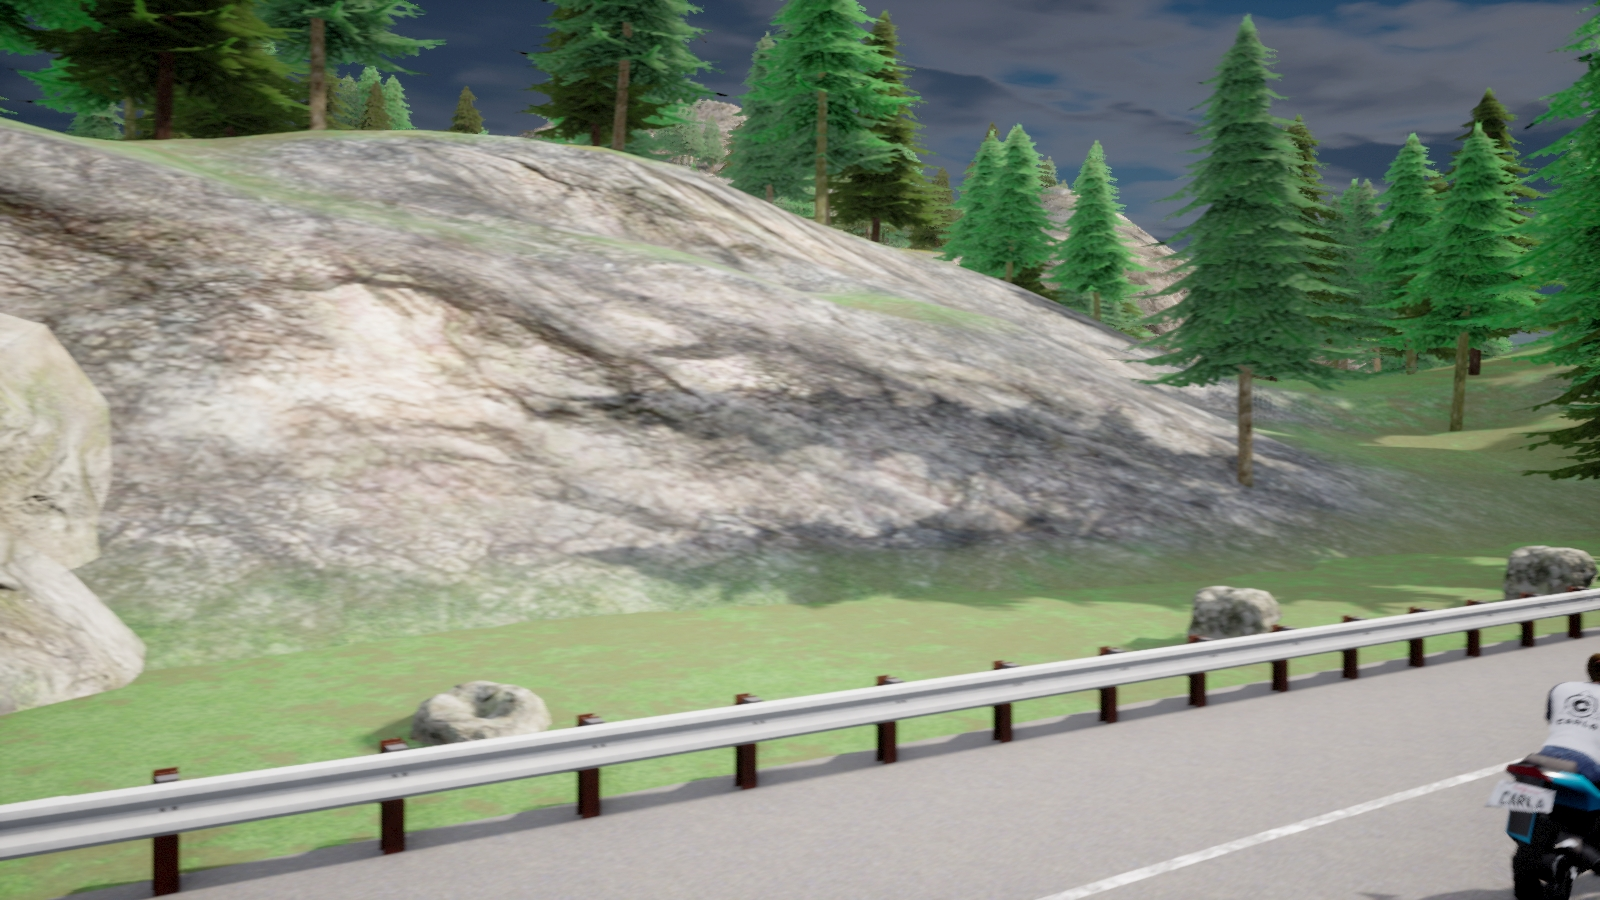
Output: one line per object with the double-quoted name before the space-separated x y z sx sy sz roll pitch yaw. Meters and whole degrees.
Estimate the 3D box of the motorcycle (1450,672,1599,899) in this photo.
"motorcycle" 5.042 2.176 7.198 2.033 1.217 0.803 0 0 -33
